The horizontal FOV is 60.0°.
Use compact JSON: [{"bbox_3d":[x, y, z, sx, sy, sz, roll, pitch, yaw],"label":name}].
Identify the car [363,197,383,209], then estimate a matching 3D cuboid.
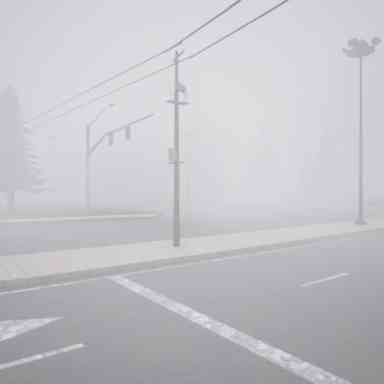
[{"bbox_3d":[26.016,1.483,46.800,5.008,1.535,1.882,0,0,-35],"label":"car"}]
